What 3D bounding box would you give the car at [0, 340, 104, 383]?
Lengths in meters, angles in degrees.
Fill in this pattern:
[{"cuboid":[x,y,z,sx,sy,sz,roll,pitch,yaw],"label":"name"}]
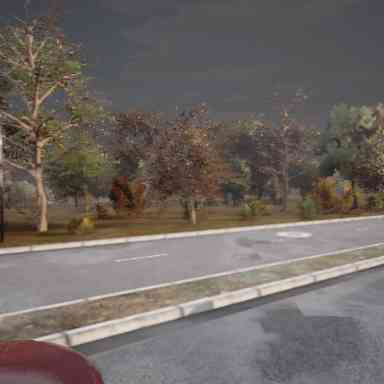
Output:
[{"cuboid":[-2.704,1.528,1.511,4.674,1.442,1.812,0,0,-35],"label":"car"}]
